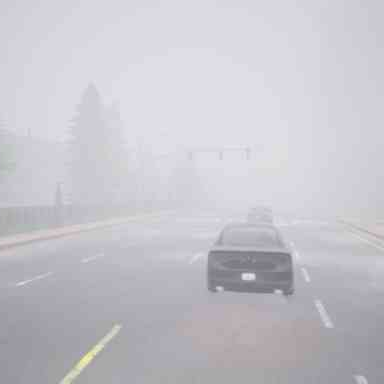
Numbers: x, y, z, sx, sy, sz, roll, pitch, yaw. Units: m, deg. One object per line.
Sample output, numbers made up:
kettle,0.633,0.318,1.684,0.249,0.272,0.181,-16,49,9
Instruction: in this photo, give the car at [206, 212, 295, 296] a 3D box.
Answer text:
car,1.577,1.526,8.956,1.882,1.535,5.008,0,0,11

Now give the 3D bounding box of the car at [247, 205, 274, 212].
car,4.935,1.679,24.080,2.033,1.411,5.357,0,0,13
